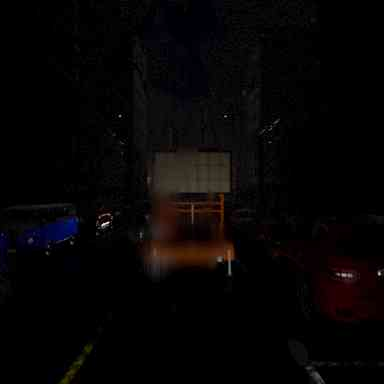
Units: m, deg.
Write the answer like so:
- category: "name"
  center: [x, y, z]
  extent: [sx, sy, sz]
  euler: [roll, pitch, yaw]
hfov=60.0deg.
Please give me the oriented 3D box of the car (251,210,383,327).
- category: "car"
  center: [2.860, 1.312, 6.950]
  extent: [2.192, 1.841, 5.009]
  euler: [-1, 0, 0]

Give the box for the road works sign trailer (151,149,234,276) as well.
- category: "road works sign trailer"
  center: [0.019, 0.460, 10.355]
  extent: [2.380, 3.560, 2.880]
  euler: [0, 0, 0]

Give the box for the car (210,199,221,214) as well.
- category: "car"
  center: [2.901, 1.550, 29.293]
  extent: [1.947, 1.339, 4.313]
  euler: [-1, 0, 0]

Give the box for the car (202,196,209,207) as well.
- category: "car"
  center: [2.938, 1.515, 51.637]
  extent: [2.008, 1.369, 4.403]
  euler: [-1, 0, 0]

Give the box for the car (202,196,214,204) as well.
- category: "car"
  center: [2.957, 1.516, 62.809]
  extent: [1.947, 1.339, 4.313]
  euler: [-1, 0, 0]

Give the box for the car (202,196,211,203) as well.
- category: "car"
  center: [2.967, 1.524, 68.395]
  extent: [1.802, 1.307, 4.206]
  euler: [-1, 0, 0]

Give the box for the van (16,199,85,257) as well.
- category: "van"
  center: [-5.662, 1.336, 12.548]
  extent: [1.690, 1.788, 3.998]
  euler: [-1, 0, 0]

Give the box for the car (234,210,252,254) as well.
- category: "car"
  center: [2.873, 1.577, 12.536]
  extent: [1.802, 1.307, 4.206]
  euler: [-1, 0, 0]

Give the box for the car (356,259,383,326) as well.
- category: "car"
  center: [2.853, 1.525, 1.534]
  extent: [1.752, 1.417, 4.829]
  euler: [-1, 0, 0]

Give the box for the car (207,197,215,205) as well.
- category: "car"
  center: [2.910, 1.531, 34.879]
  extent: [2.008, 1.369, 4.403]
  euler: [-1, 0, 0]

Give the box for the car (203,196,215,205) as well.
- category: "car"
  center: [2.948, 1.482, 57.392]
  extent: [1.752, 1.417, 4.829]
  euler: [-1, 0, 0]

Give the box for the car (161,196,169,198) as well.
- category: "car"
  center: [-5.579, 1.487, 68.406]
  extent: [1.887, 1.381, 4.507]
  euler: [-1, 0, 0]

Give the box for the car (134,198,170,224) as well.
- category: "car"
  center: [-2.966, 1.478, 24.803]
  extent: [2.128, 1.511, 4.902]
  euler: [0, 0, 0]

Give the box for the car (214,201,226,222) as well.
- category: "car"
  center: [2.891, 1.554, 23.708]
  extent: [1.947, 1.339, 4.313]
  euler: [-1, 0, 0]

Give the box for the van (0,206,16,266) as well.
- category: "van"
  center: [-5.671, 1.339, 6.963]
  extent: [1.690, 1.788, 3.998]
  euler: [-1, 0, 0]

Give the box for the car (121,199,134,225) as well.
- category: "car"
  center: [-5.645, 1.428, 23.720]
  extent: [1.967, 1.590, 4.097]
  euler: [-1, 0, 0]

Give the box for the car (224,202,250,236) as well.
- category: "car"
  center: [2.881, 1.517, 18.292]
  extent: [1.752, 1.417, 4.829]
  euler: [-1, 0, 0]

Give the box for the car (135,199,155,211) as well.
- category: "car"
  center: [-5.619, 1.557, 40.477]
  extent: [1.802, 1.307, 4.206]
  euler: [-1, 0, 0]

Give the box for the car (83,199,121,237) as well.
- category: "car"
  center: [-5.655, 1.307, 18.134]
  extent: [2.192, 1.841, 5.009]
  euler: [-1, 0, 0]
